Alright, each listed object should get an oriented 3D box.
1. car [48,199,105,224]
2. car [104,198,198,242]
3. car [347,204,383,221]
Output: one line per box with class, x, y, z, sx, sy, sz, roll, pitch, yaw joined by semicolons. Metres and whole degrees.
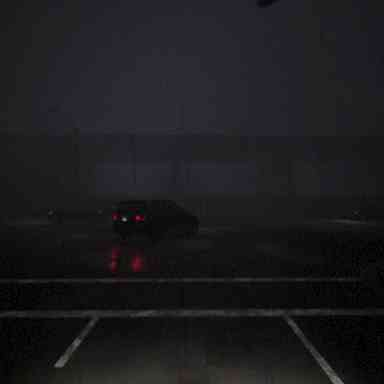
car;-9.364;1.656;27.308;4.553;1.767;2.097;0;-1;1
car;-1.795;1.423;18.076;2.150;2.045;5.566;-2;-2;31
car;16.727;1.865;30.564;4.674;1.442;1.812;0;-1;0
